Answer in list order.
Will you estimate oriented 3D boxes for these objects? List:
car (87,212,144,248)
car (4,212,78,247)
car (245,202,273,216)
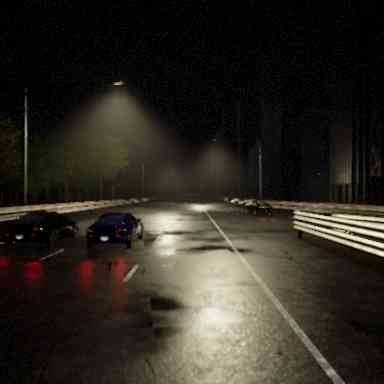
[{"bbox_3d":[-3.383,1.641,15.169,1.812,1.442,4.674,0,0,0],"label":"car"},{"bbox_3d":[-6.885,1.644,15.592,1.812,1.442,4.674,0,0,0],"label":"car"},{"bbox_3d":[7.326,1.797,36.903,2.128,1.511,4.902,0,0,-10],"label":"car"}]
